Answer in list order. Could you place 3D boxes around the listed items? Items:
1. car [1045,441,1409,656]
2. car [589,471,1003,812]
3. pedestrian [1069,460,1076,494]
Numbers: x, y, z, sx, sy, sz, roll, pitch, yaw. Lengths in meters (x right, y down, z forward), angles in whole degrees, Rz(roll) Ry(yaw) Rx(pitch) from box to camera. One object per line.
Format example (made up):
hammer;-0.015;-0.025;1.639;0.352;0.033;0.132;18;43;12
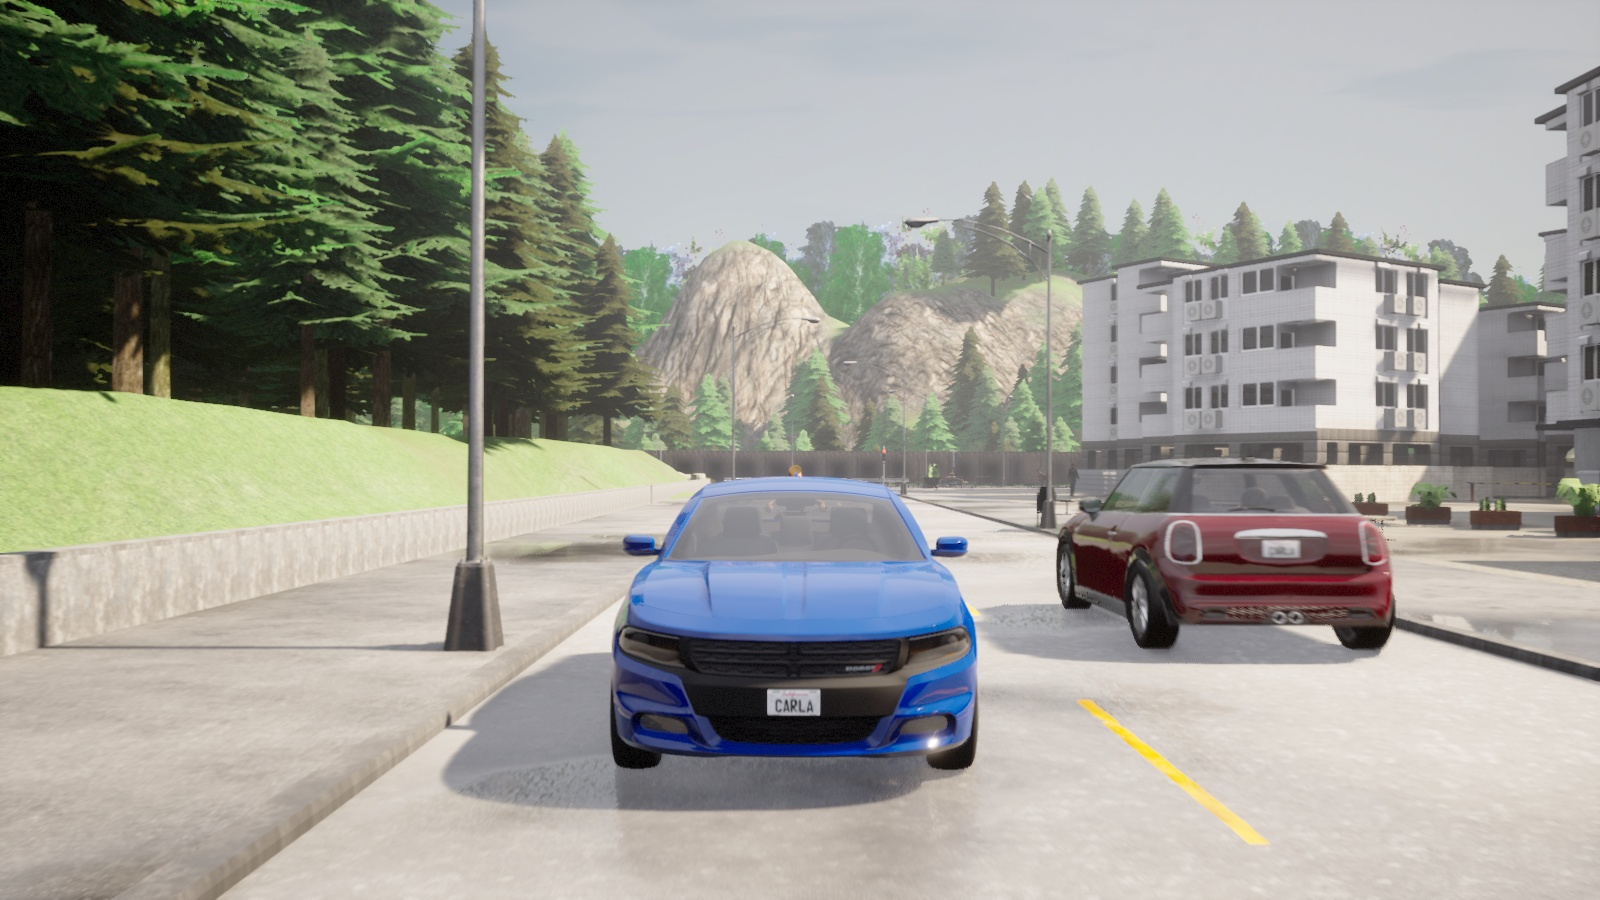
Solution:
car;3.967;0.846;12.652;2.097;1.767;4.553;0;-1;0
car;-0.023;0.914;8.234;1.882;1.535;5.008;0;-1;0
pedestrian;14.910;1.499;68.683;0.353;1.847;0.614;0;-1;9
